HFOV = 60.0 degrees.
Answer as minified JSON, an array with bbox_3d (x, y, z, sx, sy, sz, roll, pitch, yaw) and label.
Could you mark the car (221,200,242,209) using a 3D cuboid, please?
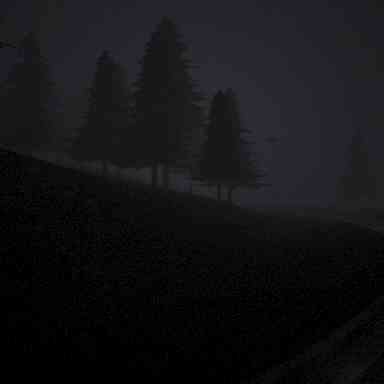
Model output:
[{"bbox_3d":[6.280,2.109,56.303,1.837,1.490,4.892,1,-1,-36],"label":"car"}]
